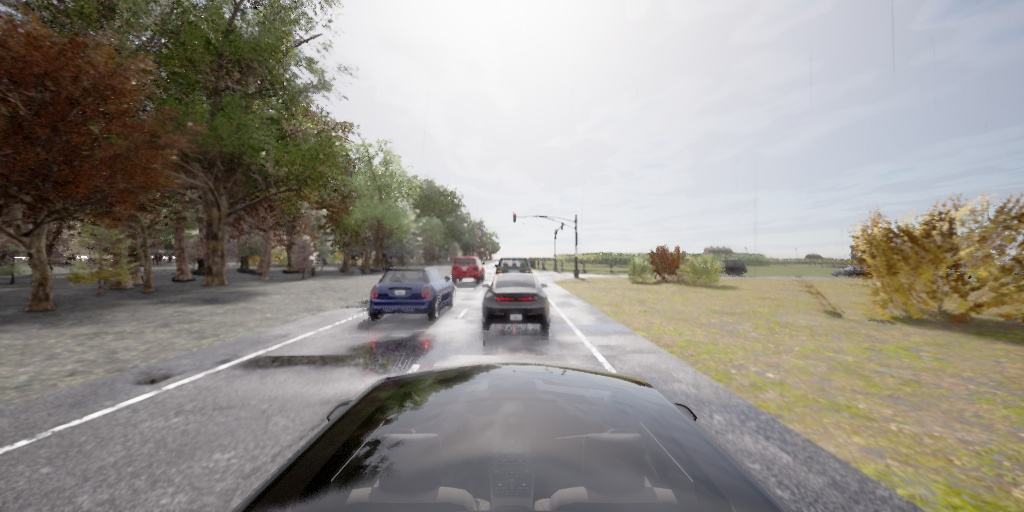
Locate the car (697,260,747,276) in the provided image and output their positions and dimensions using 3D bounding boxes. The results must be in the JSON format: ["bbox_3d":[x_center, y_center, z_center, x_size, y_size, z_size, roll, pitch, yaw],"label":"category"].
[{"bbox_3d":[25.966,1.466,44.360,5.566,2.045,2.150,1,-1,0],"label":"car"}]

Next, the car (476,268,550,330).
[{"bbox_3d":[0.100,1.290,11.281,1.837,1.490,4.892,0,-1,0],"label":"car"}]

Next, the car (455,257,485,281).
[{"bbox_3d":[-3.400,1.071,28.320,2.150,2.045,5.566,0,0,0],"label":"car"}]

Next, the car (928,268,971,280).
[{"bbox_3d":[48.933,1.950,40.653,4.674,1.442,1.812,1,-1,0],"label":"car"}]

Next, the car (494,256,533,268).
[{"bbox_3d":[0.103,1.046,21.242,2.150,2.045,5.566,0,0,0],"label":"car"}]

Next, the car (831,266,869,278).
[{"bbox_3d":[42.201,1.949,44.257,4.674,1.442,1.812,0,-1,1],"label":"car"}]

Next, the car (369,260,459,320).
[{"bbox_3d":[-3.401,1.145,13.025,2.097,1.767,4.553,0,0,0],"label":"car"}]
